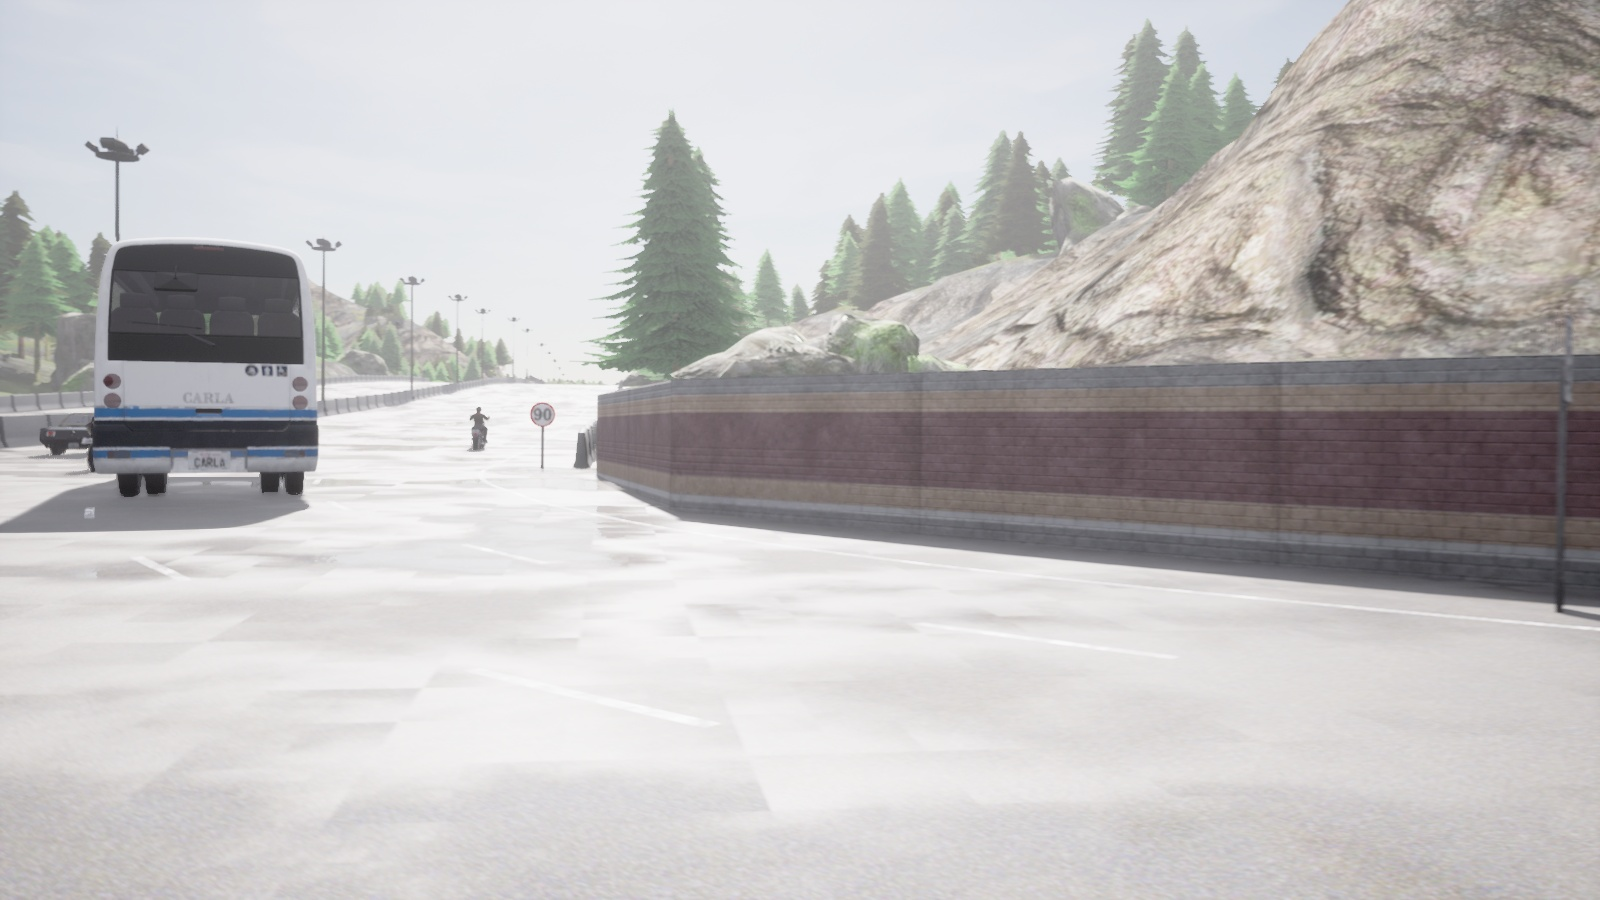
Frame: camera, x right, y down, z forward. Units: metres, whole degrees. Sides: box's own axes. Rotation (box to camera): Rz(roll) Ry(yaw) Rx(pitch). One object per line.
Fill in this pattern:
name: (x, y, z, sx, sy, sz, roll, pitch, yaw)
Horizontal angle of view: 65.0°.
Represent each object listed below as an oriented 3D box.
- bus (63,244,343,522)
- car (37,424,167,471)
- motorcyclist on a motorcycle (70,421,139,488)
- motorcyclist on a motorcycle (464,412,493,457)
bus: (-11.471, -1.199, 24.725, 3.944, 4.253, 10.273, -1, 2, -24)
car: (-21.528, -0.126, 38.951, 1.895, 1.301, 4.718, 0, 2, -7)
motorcyclist on a motorcycle: (-16.663, 0.083, 30.126, 0.866, 1.530, 2.191, 0, 1, -13)
motorcyclist on a motorcycle: (-12.030, -0.609, 47.077, 0.766, 1.649, 2.350, 0, 2, -8)
